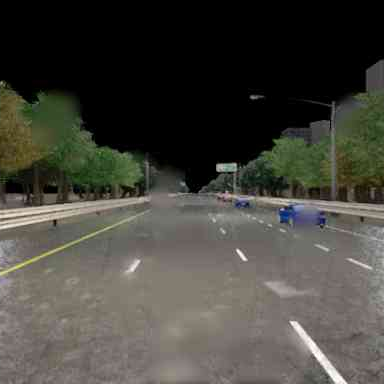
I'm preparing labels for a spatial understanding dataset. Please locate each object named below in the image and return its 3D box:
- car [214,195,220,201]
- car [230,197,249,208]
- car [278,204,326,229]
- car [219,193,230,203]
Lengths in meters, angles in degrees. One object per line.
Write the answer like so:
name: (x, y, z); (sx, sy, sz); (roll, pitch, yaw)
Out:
car: (7.408, 1.516, 85.295); (1.882, 1.535, 5.008); (0, 0, 1)
car: (7.136, 1.515, 48.472); (1.882, 1.535, 5.008); (0, 0, 0)
car: (7.029, 1.497, 21.807); (1.882, 1.535, 5.008); (0, 0, 0)
car: (7.272, 1.558, 69.329); (1.812, 1.442, 4.674); (0, 0, 0)
